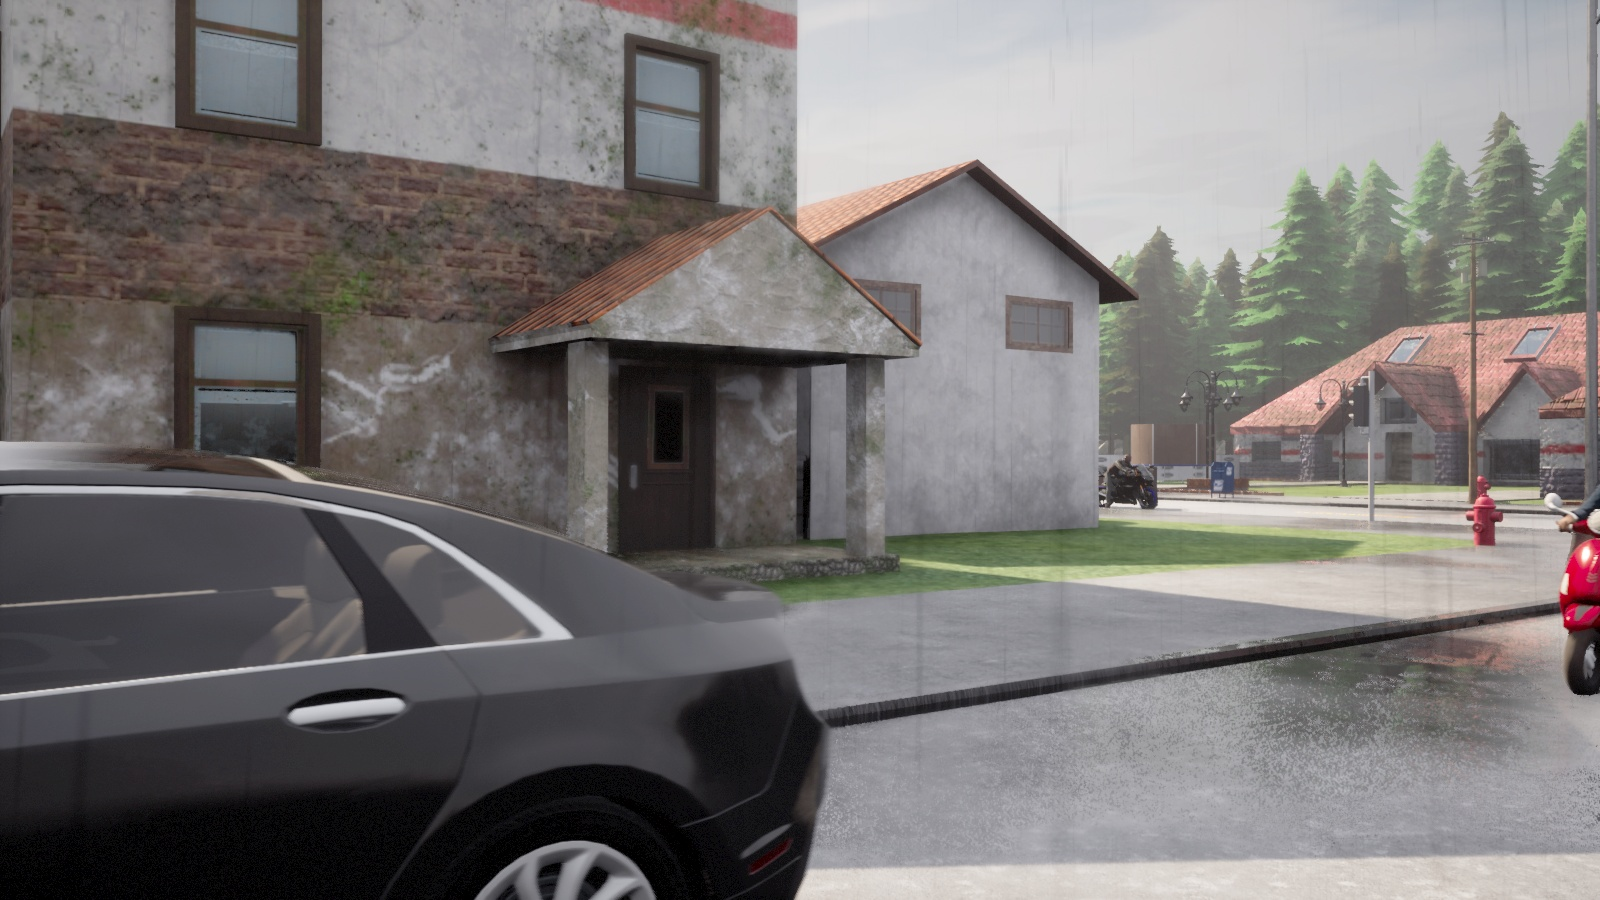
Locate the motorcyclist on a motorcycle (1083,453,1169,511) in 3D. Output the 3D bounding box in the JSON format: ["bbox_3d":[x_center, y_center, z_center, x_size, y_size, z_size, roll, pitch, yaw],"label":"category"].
[{"bbox_3d":[8.855,0.845,34.198,0.866,1.530,2.191,0,0,-36],"label":"motorcyclist on a motorcycle"}]

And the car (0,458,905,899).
[{"bbox_3d":[-2.241,0.763,2.687,4.892,1.490,1.837,1,0,-36],"label":"car"}]

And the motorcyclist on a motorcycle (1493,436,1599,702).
[{"bbox_3d":[5.405,0.707,8.173,1.817,1.590,0.866,0,0,-36],"label":"motorcyclist on a motorcycle"}]
